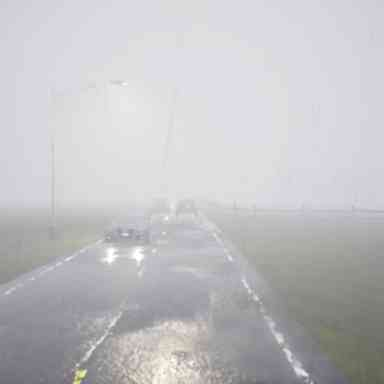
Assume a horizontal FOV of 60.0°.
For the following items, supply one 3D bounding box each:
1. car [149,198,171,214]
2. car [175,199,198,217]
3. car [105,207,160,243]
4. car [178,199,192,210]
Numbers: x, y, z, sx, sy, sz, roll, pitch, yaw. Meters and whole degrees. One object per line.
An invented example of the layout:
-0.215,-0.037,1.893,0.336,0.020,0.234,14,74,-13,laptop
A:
-3.383,1.421,35.409,2.097,1.767,4.553,0,0,-2,car
-0.518,1.411,32.168,2.097,1.767,4.553,0,0,-2,car
-2.884,1.638,16.239,1.994,1.385,4.181,0,0,-1,car
-1.000,1.694,45.083,1.895,1.301,4.718,0,0,-2,car
